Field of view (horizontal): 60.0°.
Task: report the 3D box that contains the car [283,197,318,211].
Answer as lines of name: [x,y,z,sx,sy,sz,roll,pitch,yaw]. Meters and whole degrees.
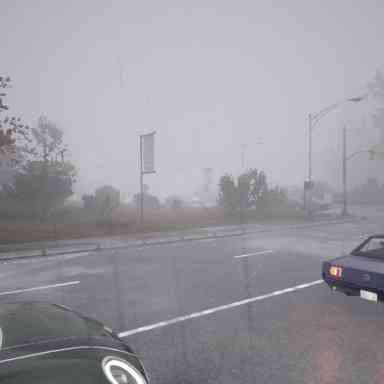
car: [10.962,1.291,36.856,1.837,1.490,4.892,-1,0,-39]

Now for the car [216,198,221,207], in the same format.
car: [5.259,1.142,43.984,2.097,1.767,4.553,-1,0,-39]

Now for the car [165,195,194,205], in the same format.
car: [-2.415,1.287,53.602,2.128,1.511,4.902,-1,1,-38]

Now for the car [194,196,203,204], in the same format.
car: [-0.085,1.292,56.293,1.812,1.442,4.674,-1,0,-38]

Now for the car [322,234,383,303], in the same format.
car: [5.010,1.573,7.305,4.718,1.301,1.895,0,0,-35]

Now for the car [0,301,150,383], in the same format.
car: [-2.462,1.352,1.967,4.553,1.767,2.097,0,0,-36]

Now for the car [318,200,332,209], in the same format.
car: [13.595,1.303,39.167,2.033,1.411,5.357,-1,0,-39]
